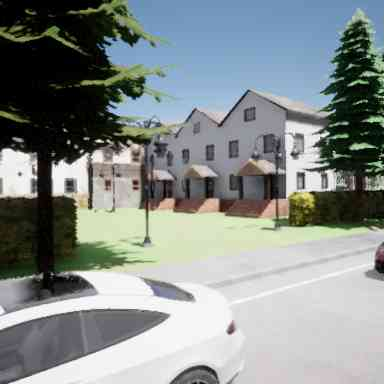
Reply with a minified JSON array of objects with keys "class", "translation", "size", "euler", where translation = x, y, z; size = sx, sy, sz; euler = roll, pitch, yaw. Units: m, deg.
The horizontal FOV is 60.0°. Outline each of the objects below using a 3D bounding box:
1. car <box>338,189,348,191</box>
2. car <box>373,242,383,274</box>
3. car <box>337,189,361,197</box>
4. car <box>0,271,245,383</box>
[{"class":"car","translation":[35.307,0.320,77.286],"size":[1.905,1.878,3.866],"euler":[-1,0,-37]},{"class":"car","translation":[6.595,1.447,8.797],"size":[4.181,1.385,1.994],"euler":[-1,0,-37]},{"class":"car","translation":[37.403,0.305,79.340],"size":[1.932,1.855,4.605],"euler":[-1,0,-37]},{"class":"car","translation":[-1.574,1.539,2.834],"size":[4.674,1.442,1.812],"euler":[-1,0,-36]}]
